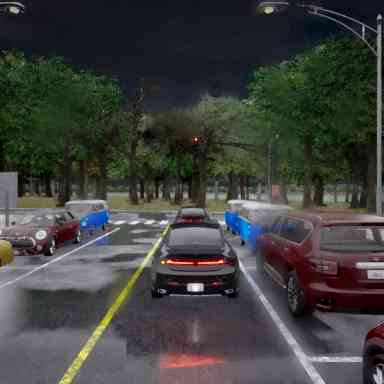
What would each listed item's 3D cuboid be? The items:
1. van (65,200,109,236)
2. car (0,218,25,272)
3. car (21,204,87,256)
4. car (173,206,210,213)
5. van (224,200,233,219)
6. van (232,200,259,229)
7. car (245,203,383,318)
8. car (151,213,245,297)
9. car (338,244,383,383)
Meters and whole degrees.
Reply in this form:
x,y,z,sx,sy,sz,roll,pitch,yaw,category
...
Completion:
x,y,z,sx,sy,sz,roll,pitch,yaw,category
-5.772,1.342,18.235,1.690,1.788,3.998,0,0,0,van
-5.766,1.525,7.190,1.752,1.417,4.829,0,0,0,car
-5.769,1.441,12.797,1.967,1.590,4.097,0,0,0,car
0.003,1.506,17.939,1.837,1.490,4.892,0,0,-1,car
2.753,1.342,18.239,1.690,1.788,3.998,0,0,0,van
2.756,1.342,12.801,1.690,1.788,3.998,0,0,0,van
2.759,1.315,7.364,2.192,1.841,5.009,0,0,0,car
0.073,1.505,8.535,1.837,1.490,4.892,0,0,0,car
2.762,1.440,1.926,1.967,1.590,4.097,0,0,0,car
